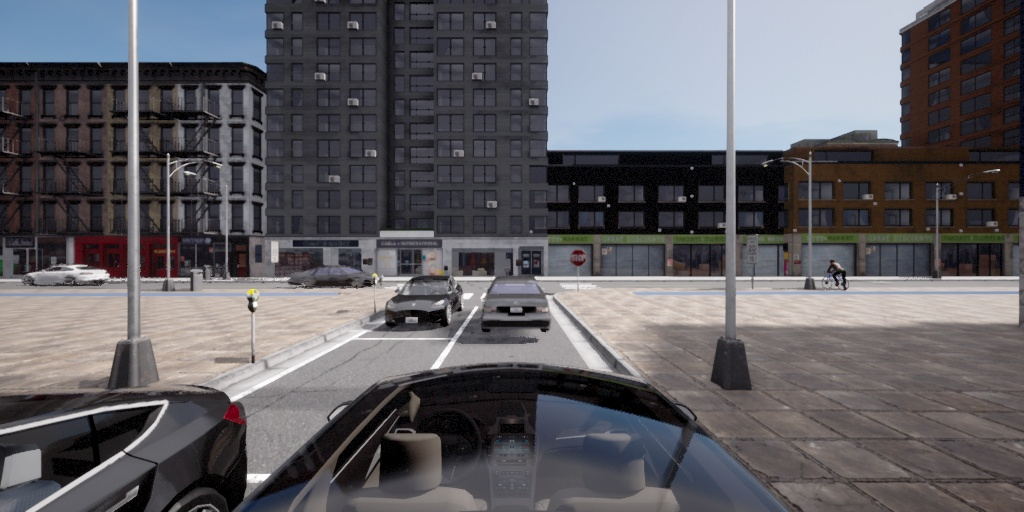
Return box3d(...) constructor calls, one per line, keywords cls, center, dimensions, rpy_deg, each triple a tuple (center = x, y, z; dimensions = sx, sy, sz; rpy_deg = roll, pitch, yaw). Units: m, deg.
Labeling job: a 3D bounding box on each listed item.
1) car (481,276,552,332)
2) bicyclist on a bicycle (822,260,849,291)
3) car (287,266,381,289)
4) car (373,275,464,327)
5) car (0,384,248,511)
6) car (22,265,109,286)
box3d(cls="car", center=(0.085, 1.297, 10.864), dimensions=(2.033, 1.411, 5.357), rpy_deg=(0, 0, 0))
box3d(cls="bicyclist on a bicycle", center=(17.363, 1.021, 19.281), dimensions=(0.582, 1.620, 1.656), rpy_deg=(0, 0, 0))
box3d(cls="car", center=(-10.830, 1.320, 22.207), dimensions=(5.357, 1.411, 2.033), rpy_deg=(0, 0, 0))
box3d(cls="car", center=(-2.635, 1.314, 11.605), dimensions=(1.948, 1.339, 4.313), rpy_deg=(0, 0, 0))
box3d(cls="car", center=(-2.639, 1.316, 0.700), dimensions=(1.948, 1.339, 4.313), rpy_deg=(0, 0, 0))
box3d(cls="car", center=(-31.220, 1.346, 25.189), dimensions=(4.674, 1.442, 1.812), rpy_deg=(0, 0, 0))
